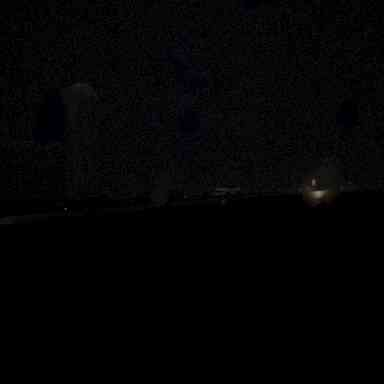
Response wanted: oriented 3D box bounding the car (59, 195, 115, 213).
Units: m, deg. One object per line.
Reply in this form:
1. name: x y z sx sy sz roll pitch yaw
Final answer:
1. car: -9.043 0.993 28.864 1.895 1.301 4.718 -1 1 36

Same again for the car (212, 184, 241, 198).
1. car: 5.167 -0.167 48.691 2.150 2.045 5.566 -1 1 36

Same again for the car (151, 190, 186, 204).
1. car: -2.575 0.531 37.914 1.837 1.490 4.892 -1 1 36
